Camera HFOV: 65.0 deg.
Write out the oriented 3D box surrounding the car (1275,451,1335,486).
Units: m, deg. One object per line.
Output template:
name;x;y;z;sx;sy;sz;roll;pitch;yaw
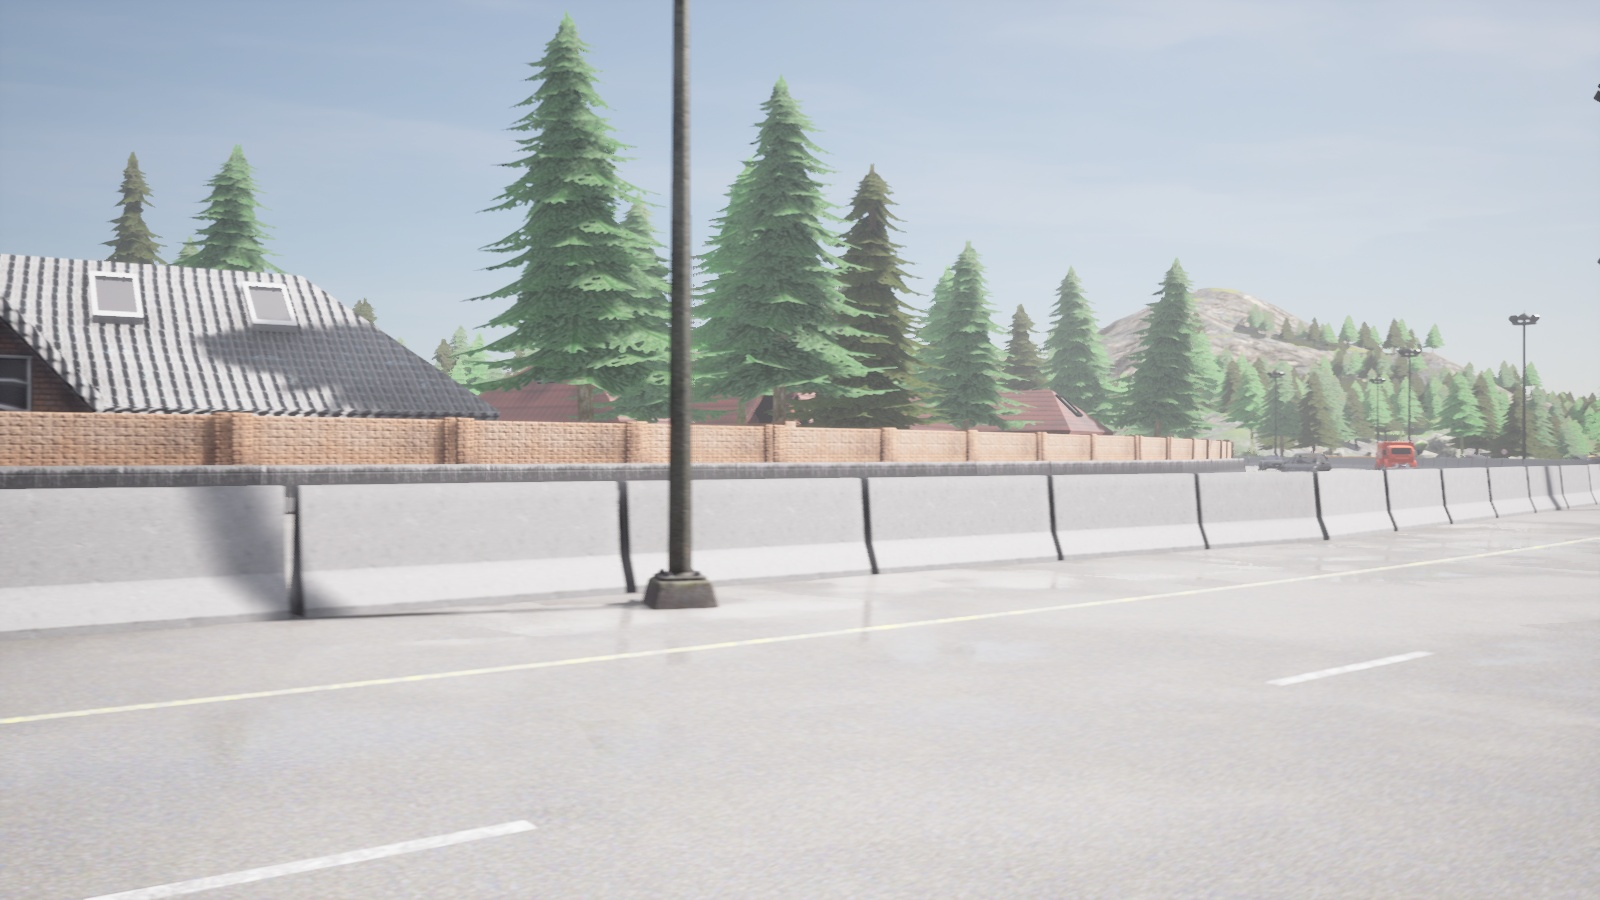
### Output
car;23.045;0.827;57.217;1.789;1.549;3.705;0;0;34
